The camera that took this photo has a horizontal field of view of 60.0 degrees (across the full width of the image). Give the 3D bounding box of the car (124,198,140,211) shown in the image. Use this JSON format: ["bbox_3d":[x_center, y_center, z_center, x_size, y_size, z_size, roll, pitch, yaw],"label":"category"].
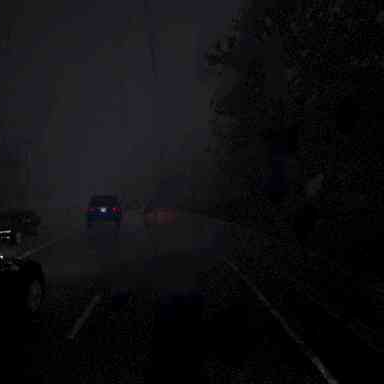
[{"bbox_3d":[-7.484,1.495,41.640,2.128,1.511,4.902,0,0,-18],"label":"car"}]

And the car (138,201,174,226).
[{"bbox_3d":[-2.469,1.548,23.309,2.033,1.411,5.357,0,0,-11],"label":"car"}]

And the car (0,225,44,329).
[{"bbox_3d":[-3.665,1.498,4.467,2.128,1.511,4.902,0,0,-3],"label":"car"}]

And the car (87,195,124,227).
[{"bbox_3d":[-6.039,1.226,23.270,2.150,2.045,5.566,0,0,-11],"label":"car"}]

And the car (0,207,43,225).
[{"bbox_3d":[-8.396,1.514,15.357,1.837,1.490,4.892,0,0,-8],"label":"car"}]
